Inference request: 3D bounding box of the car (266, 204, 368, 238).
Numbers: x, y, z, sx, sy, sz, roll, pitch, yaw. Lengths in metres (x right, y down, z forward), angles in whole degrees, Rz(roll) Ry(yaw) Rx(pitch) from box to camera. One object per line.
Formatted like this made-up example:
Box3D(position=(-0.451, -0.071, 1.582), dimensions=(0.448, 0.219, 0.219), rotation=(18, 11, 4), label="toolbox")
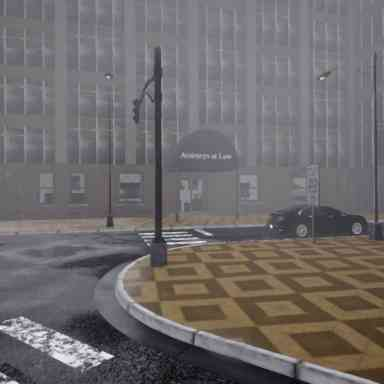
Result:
Box3D(position=(6.012, 1.321, 15.951), dimensions=(4.892, 1.490, 1.837), rotation=(0, 0, -14), label="car")
